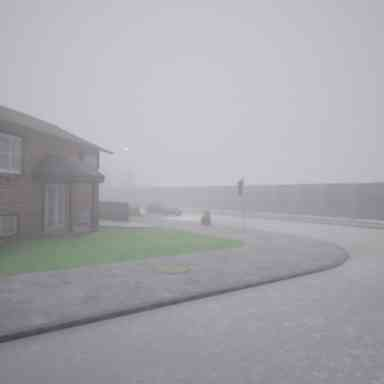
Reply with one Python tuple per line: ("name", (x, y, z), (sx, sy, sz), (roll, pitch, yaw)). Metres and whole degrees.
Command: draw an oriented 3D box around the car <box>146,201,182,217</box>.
("car", (-2.814, 1.641, 32.969), (1.837, 1.490, 4.892), (1, 0, -35))
